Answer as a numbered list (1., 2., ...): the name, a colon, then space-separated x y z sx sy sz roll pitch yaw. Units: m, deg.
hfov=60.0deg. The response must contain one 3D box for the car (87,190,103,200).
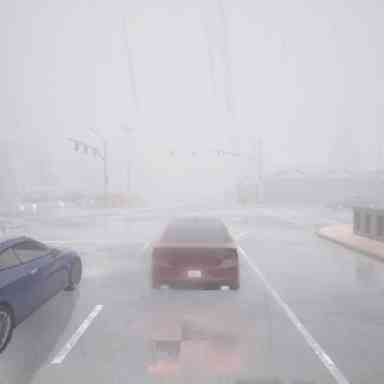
1. car: -17.552 0.558 58.080 1.812 1.442 4.674 0 1 0

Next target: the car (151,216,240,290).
1. car: 0.132 1.357 8.788 1.882 1.535 5.008 0 1 2

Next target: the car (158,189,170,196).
1. car: -6.989 0.218 78.663 2.033 1.411 5.357 0 1 0

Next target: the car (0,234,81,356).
1. car: -3.432 1.451 5.674 1.812 1.442 4.674 0 1 0

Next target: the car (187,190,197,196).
1. car: 0.014 0.197 77.586 1.837 1.490 4.892 0 1 0

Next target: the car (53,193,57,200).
1. car: -21.076 0.634 53.647 1.812 1.442 4.674 0 1 0

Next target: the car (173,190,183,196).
1. car: -3.488 0.246 77.802 1.994 1.385 4.181 0 1 0

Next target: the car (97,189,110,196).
1. car: -20.989 0.131 79.032 1.882 1.535 5.008 0 1 0

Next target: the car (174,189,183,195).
1. car: -3.487 0.064 87.589 2.033 1.411 5.357 0 1 0

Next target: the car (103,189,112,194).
1. car: -17.490 0.416 67.866 1.994 1.385 4.181 0 1 0

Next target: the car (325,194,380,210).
1. car: 15.512 0.982 32.226 4.892 1.490 1.837 0 1 2

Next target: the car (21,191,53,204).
1. car: -21.090 0.612 44.836 2.097 1.767 4.553 0 1 0

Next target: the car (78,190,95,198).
1. car: -20.991 0.397 66.253 1.837 1.490 4.892 0 1 0

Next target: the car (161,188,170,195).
1. car: -6.987 -0.148 89.173 2.097 1.767 4.553 0 1 1

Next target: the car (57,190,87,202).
1. car: -17.608 0.679 49.062 2.128 1.511 4.902 0 1 -1
